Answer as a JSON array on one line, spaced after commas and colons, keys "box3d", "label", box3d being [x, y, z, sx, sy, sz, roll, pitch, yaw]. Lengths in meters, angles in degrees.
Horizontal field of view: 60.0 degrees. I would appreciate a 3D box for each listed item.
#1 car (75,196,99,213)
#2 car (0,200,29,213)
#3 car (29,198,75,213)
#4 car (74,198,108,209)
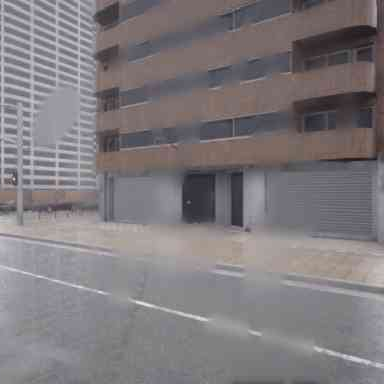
[{"box3d": [-10.435, 1.525, 37.852, 1.812, 1.442, 4.674, 0, 0, 35], "label": "car"}, {"box3d": [-19.507, 1.547, 37.395, 2.033, 1.411, 5.357, 0, 0, 35], "label": "car"}, {"box3d": [-15.137, 1.477, 37.555, 1.882, 1.535, 5.008, 0, 0, 35], "label": "car"}, {"box3d": [-13.813, 1.564, 45.595, 1.994, 1.385, 4.181, 0, 0, 35], "label": "car"}]
